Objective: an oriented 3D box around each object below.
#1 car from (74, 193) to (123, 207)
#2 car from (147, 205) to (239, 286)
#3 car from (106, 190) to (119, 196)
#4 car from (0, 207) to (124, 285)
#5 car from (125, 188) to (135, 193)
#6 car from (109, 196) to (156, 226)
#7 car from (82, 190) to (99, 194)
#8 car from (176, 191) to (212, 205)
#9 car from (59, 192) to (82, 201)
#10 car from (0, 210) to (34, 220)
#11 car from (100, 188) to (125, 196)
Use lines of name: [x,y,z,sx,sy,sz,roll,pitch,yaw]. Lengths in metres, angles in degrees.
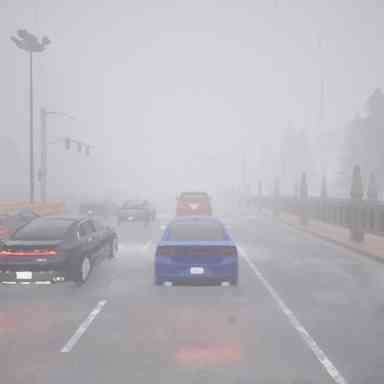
car: [-6.853,1.133,24.892,1.882,1.535,5.008,0,1,0]
car: [0.101,1.370,9.114,1.882,1.535,5.008,0,1,0]
car: [-20.736,0.263,87.051,2.033,1.411,5.357,0,1,0]
car: [-3.399,1.398,9.172,1.837,1.490,4.892,0,1,0]
car: [-13.800,0.225,68.635,2.150,2.045,5.566,0,1,0]
car: [-3.367,1.210,20.750,2.128,1.511,4.902,0,1,0]
car: [-20.809,0.388,66.222,2.097,1.767,4.553,0,1,0]
car: [0.133,0.927,21.693,2.150,2.045,5.566,0,1,0]
car: [-20.916,0.706,56.568,1.812,1.442,4.674,0,1,1]
car: [-6.888,1.399,12.990,1.994,1.385,4.181,0,1,0]
car: [-13.914,0.377,58.313,2.150,2.045,5.566,0,1,0]
